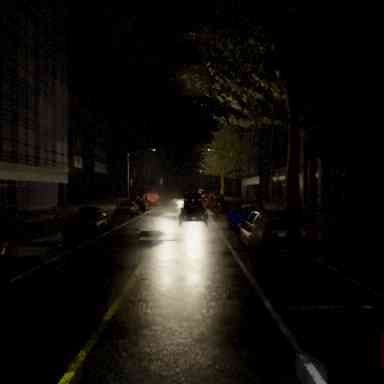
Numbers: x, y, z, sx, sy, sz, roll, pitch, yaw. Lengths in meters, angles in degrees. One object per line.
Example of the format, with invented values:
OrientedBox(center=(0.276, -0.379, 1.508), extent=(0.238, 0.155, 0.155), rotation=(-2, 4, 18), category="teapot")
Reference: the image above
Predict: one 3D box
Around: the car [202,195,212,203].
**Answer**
OrientedBox(center=(2.862, 1.291, 63.410), extent=(1.752, 1.417, 4.829), rotation=(0, 0, 0), category="car")

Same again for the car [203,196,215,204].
OrientedBox(center=(2.862, 1.346, 57.599), extent=(1.947, 1.339, 4.313), rotation=(0, 0, 0), category="car")

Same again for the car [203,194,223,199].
OrientedBox(center=(2.861, 1.142, 40.680), extent=(2.192, 1.841, 5.009), rotation=(0, 0, 0), category="car")

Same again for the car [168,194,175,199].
OrientedBox(center=(-5.662, 1.307, 91.439), extent=(1.802, 1.307, 4.206), rotation=(0, 0, 0), category="car")

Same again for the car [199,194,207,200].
OrientedBox(center=(2.863, 1.291, 85.796), extent=(1.947, 1.339, 4.313), rotation=(0, 0, 0), category="car")

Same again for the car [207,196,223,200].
OrientedBox(center=(2.861, 1.409, 35.040), extent=(1.947, 1.339, 4.313), rotation=(0, 0, 0), category="car")

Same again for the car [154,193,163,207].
OrientedBox(center=(-5.664, 1.132, 46.328), extent=(2.192, 1.841, 5.009), rotation=(0, 0, 0), category="car")

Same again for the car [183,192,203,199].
OrientedBox(center=(0.097, 1.050, 41.427), extent=(2.150, 2.045, 5.566), rotation=(0, 0, 0), category="car")

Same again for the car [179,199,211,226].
OrientedBox(center=(0.103, 1.417, 22.363), extent=(1.812, 1.442, 4.674), rotation=(0, 0, 0), category="car")

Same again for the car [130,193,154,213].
OrientedBox(center=(-5.665, 1.163, 35.050), extent=(2.192, 1.841, 5.009), rotation=(0, 0, 0), category="car")

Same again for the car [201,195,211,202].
OrientedBox(center=(2.862, 1.335, 68.878), extent=(1.802, 1.307, 4.206), rotation=(0, 0, 0), category="car")

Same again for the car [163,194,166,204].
OrientedBox(center=(-5.663, 1.367, 51.968), extent=(1.947, 1.339, 4.313), rotation=(0, 0, 0), category="car")

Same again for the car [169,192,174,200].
OrientedBox(center=(-5.663, 1.314, 74.523), extent=(1.947, 1.339, 4.313), rotation=(0, 0, 0), category="car")

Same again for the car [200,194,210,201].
OrientedBox(center=(2.862, 1.182, 74.518), extent=(1.967, 1.590, 4.097), rotation=(0, 0, 0), category="car")

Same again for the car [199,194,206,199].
OrientedBox(center=(2.863, 1.285, 91.437), extent=(1.947, 1.339, 4.313), rotation=(0, 0, 0), category="car")

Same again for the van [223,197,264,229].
OrientedBox(center=(2.861, 1.251, 18.122), extent=(1.690, 1.788, 3.998), rotation=(0, 0, 0), category="van")

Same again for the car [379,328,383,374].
OrientedBox(center=(2.860, 1.307, 1.203), extent=(2.192, 1.841, 5.009), rotation=(0, 0, 0), category="car")

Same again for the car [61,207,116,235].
OrientedBox(center=(-5.664, 1.498, 18.136), extent=(1.802, 1.307, 4.206), rotation=(0, 0, 0), category="car")

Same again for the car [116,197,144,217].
OrientedBox(center=(-5.664, 1.392, 29.243), extent=(1.752, 1.417, 4.829), rotation=(0, 0, 0), category="car")

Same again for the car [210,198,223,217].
OrientedBox(center=(2.861, 1.442, 29.403), extent=(1.802, 1.307, 4.206), rotation=(0, 0, 0), category="car")

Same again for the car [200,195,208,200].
OrientedBox(center=(2.863, 1.315, 80.157), extent=(1.802, 1.307, 4.206), rotation=(0, 0, 0), category="car")

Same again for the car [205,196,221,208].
OrientedBox(center=(2.862, 1.356, 46.320), extent=(1.887, 1.381, 4.507), rotation=(0, 0, 0), category="car")

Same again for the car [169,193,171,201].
OrientedBox(center=(-5.663, 1.316, 63.245), extent=(1.887, 1.381, 4.507), rotation=(0, 0, 0), category="car")

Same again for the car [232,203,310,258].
OrientedBox(center=(2.861, 1.377, 12.483), extent=(1.967, 1.590, 4.097), rotation=(0, 0, 0), category="car")

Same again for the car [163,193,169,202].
OrientedBox(center=(-5.664, 1.101, 57.605), extent=(2.192, 1.841, 5.009), rotation=(0, 0, 0), category="car")

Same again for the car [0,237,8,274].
OrientedBox(center=(-5.665, 1.515, 6.858), extent=(1.887, 1.381, 4.507), rotation=(0, 0, 0), category="car")

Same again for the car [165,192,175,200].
OrientedBox(center=(-5.663, 1.046, 85.799), extent=(2.192, 1.841, 5.009), rotation=(0, 0, 0), category="car")
